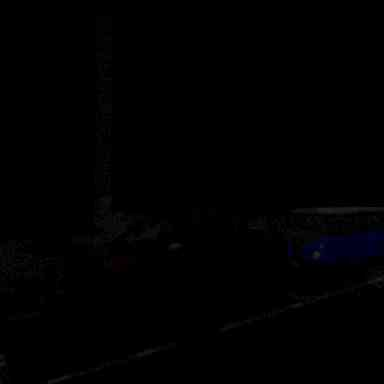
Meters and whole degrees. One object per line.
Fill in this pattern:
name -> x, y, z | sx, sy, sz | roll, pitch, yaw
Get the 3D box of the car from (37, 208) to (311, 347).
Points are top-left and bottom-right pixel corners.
car -> -0.214, 1.311, 6.493 | 5.009, 1.841, 2.192 | 0, 0, -35

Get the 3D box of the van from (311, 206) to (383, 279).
van -> 4.353, 1.330, 9.749 | 3.998, 1.788, 1.690 | 0, 0, -35
